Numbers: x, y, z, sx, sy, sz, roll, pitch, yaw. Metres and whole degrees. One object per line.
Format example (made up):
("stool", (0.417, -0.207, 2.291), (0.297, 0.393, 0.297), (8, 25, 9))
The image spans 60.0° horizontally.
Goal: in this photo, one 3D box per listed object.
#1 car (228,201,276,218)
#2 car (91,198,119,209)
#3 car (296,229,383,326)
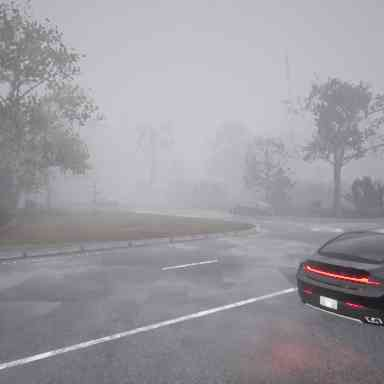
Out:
("car", (5.315, 1.527, 29.732), (1.812, 1.442, 4.674), (0, 0, -40))
("car", (-12.533, 1.604, 47.696), (5.008, 1.535, 1.882), (-1, -1, 39))
("car", (4.144, 1.505, 6.671), (4.892, 1.490, 1.837), (0, 0, -35))
